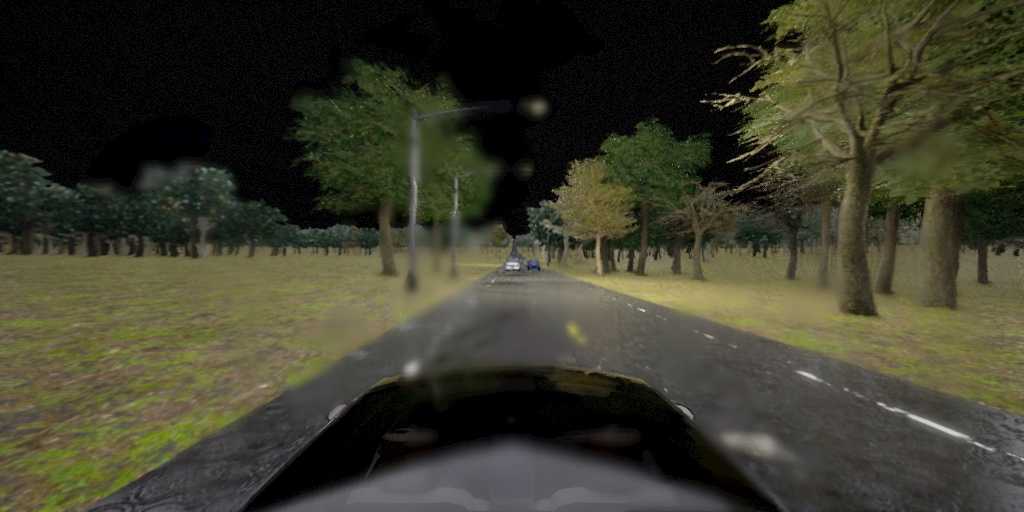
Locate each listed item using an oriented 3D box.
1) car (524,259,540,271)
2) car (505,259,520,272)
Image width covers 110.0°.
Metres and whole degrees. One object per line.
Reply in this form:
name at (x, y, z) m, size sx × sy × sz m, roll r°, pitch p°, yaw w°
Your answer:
car at (3.803, 1.522, 64.313) m, size 2.150 × 2.045 × 5.566 m, roll 1°, pitch 0°, yaw 0°
car at (0.137, 1.435, 57.608) m, size 2.150 × 2.045 × 5.566 m, roll 1°, pitch 0°, yaw 1°
